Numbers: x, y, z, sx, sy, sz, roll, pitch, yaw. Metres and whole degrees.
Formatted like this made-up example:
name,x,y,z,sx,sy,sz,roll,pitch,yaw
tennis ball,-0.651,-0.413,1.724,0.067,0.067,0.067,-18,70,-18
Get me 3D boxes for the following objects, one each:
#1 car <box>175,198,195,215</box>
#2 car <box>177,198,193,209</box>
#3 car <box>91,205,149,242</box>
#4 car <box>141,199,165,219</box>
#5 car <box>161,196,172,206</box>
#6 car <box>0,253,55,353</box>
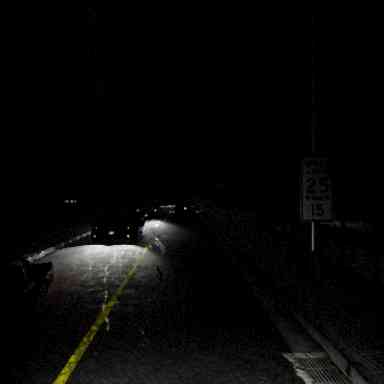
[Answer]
name,x,y,z,sx,sy,sz,roll,pitch,yaw
car,-0.746,1.571,34.619,1.994,1.385,4.181,0,0,-2
car,-1.068,1.558,47.382,2.033,1.411,5.357,0,0,-3
car,-3.474,1.568,16.178,1.994,1.385,4.181,0,0,-1
car,-3.797,1.607,29.756,1.895,1.301,4.718,0,0,-1
car,-4.505,1.520,56.305,1.837,1.490,4.892,0,0,-1
car,-3.402,1.636,4.613,1.895,1.301,4.718,0,-1,-10
